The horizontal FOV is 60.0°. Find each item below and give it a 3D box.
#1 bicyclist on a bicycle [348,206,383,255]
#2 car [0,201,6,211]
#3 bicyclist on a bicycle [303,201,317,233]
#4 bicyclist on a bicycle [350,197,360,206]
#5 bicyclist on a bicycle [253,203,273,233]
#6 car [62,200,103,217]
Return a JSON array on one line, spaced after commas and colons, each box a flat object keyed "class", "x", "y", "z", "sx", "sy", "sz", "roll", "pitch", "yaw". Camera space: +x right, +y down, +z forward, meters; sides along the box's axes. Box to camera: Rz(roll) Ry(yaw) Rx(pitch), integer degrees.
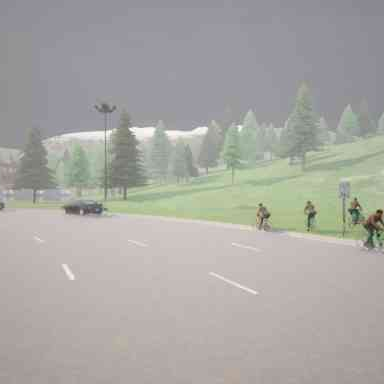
[{"class": "bicyclist on a bicycle", "x": 6.616, "y": 1.446, "z": 11.975, "sx": 0.582, "sy": 1.620, "sz": 1.656, "roll": 0, "pitch": 1, "yaw": -20}, {"class": "car", "x": -24.335, "y": 1.525, "z": 39.651, "sx": 4.674, "sy": 1.442, "sz": 1.812, "roll": 0, "pitch": 0, "yaw": 23}, {"class": "bicyclist on a bicycle", "x": 6.136, "y": 1.287, "z": 17.253, "sx": 0.582, "sy": 1.620, "sz": 1.656, "roll": 0, "pitch": -1, "yaw": -1}, {"class": "bicyclist on a bicycle", "x": 8.783, "y": 1.109, "z": 17.865, "sx": 1.656, "sy": 1.620, "sz": 0.582, "roll": -6, "pitch": -1, "yaw": -37}, {"class": "bicyclist on a bicycle", "x": 3.924, "y": 1.450, "z": 18.428, "sx": 0.582, "sy": 1.620, "sz": 1.656, "roll": 0, "pitch": -1, "yaw": -29}, {"class": "car", "x": -10.583, "y": 1.477, "z": 31.875, "sx": 5.008, "sy": 1.535, "sz": 1.882, "roll": -1, "pitch": -1, "yaw": 39}]
